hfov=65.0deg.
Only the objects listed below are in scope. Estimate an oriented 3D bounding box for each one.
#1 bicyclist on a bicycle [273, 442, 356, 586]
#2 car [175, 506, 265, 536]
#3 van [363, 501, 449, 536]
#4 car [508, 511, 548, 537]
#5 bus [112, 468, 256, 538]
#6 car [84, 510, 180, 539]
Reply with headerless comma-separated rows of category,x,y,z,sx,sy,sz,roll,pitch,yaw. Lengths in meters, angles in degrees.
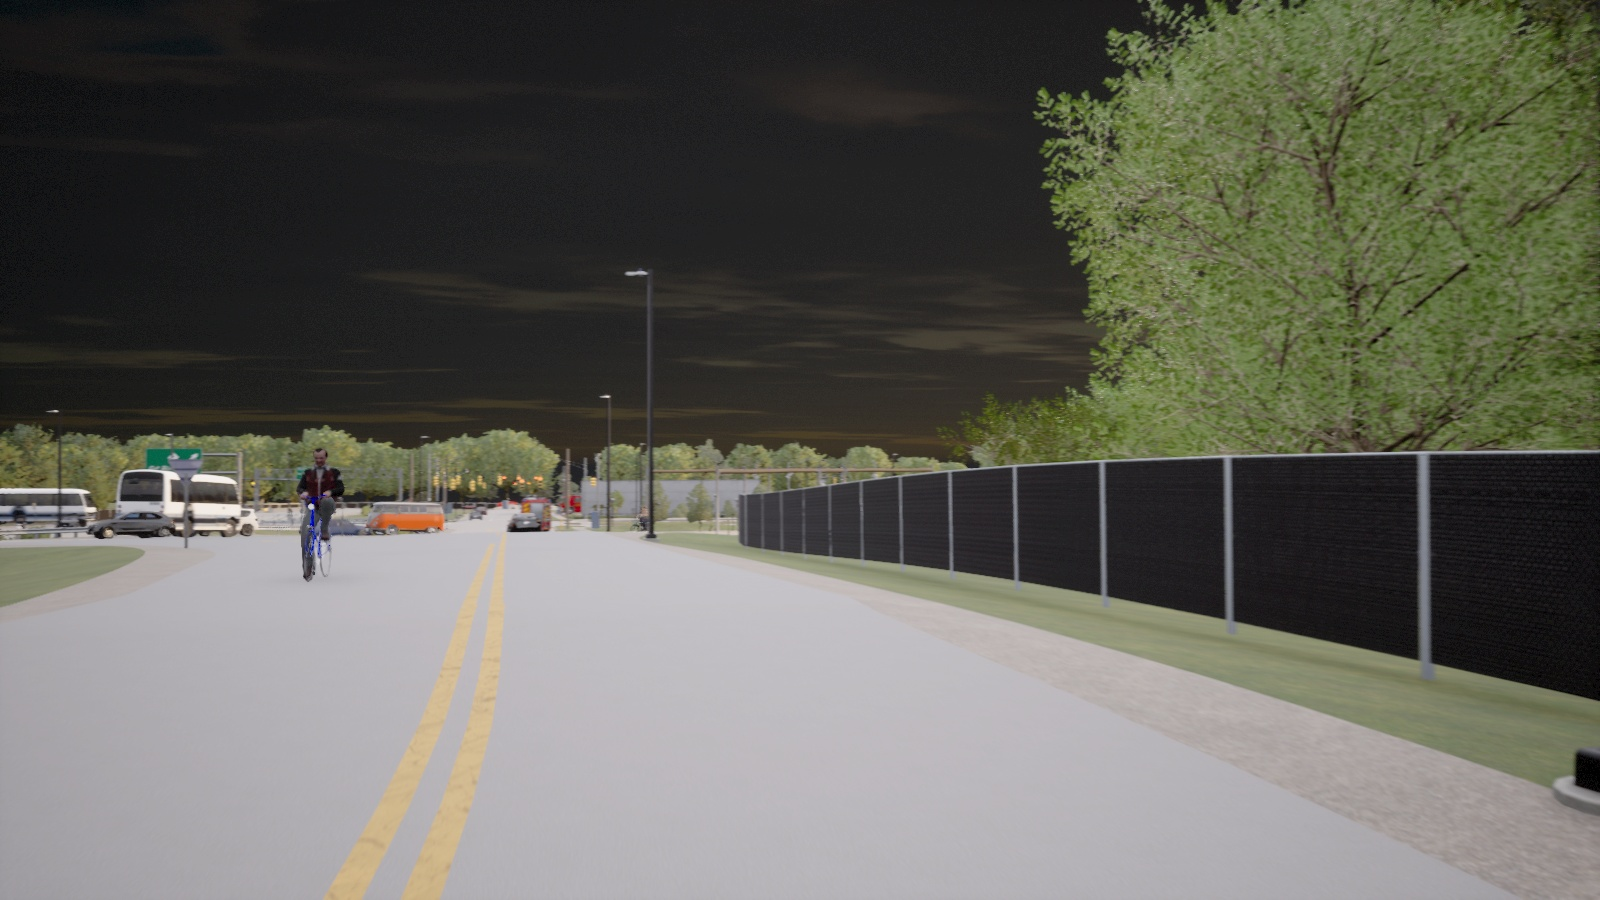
bicyclist on a bicycle,-6.313,0.830,16.420,0.659,1.776,1.843,0,-3,-10
car,-41.515,5.107,90.053,2.150,2.045,5.566,-1,-4,32
van,-22.846,4.007,72.957,4.442,1.987,1.775,4,-6,-43
car,-17.468,4.768,80.402,2.163,1.488,4.792,0,-5,-17
bus,-40.113,3.589,82.398,3.944,4.253,10.273,0,-4,2
car,-35.837,3.983,67.419,4.193,1.474,1.816,2,-5,-40
